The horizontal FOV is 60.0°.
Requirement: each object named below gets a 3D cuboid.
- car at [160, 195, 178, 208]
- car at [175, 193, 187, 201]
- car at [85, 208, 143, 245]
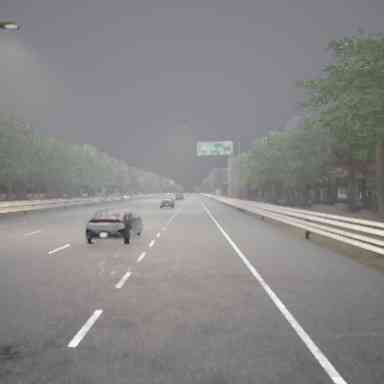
[{"bbox_3d":[-3.383,1.519,47.081,1.812,1.442,4.674,0,0,0],"label":"car"},{"bbox_3d":[-3.179,1.182,86.341,2.150,2.045,5.566,0,0,0],"label":"car"},{"bbox_3d":[-3.488,1.495,15.571,2.128,1.511,4.902,0,0,0],"label":"car"}]
